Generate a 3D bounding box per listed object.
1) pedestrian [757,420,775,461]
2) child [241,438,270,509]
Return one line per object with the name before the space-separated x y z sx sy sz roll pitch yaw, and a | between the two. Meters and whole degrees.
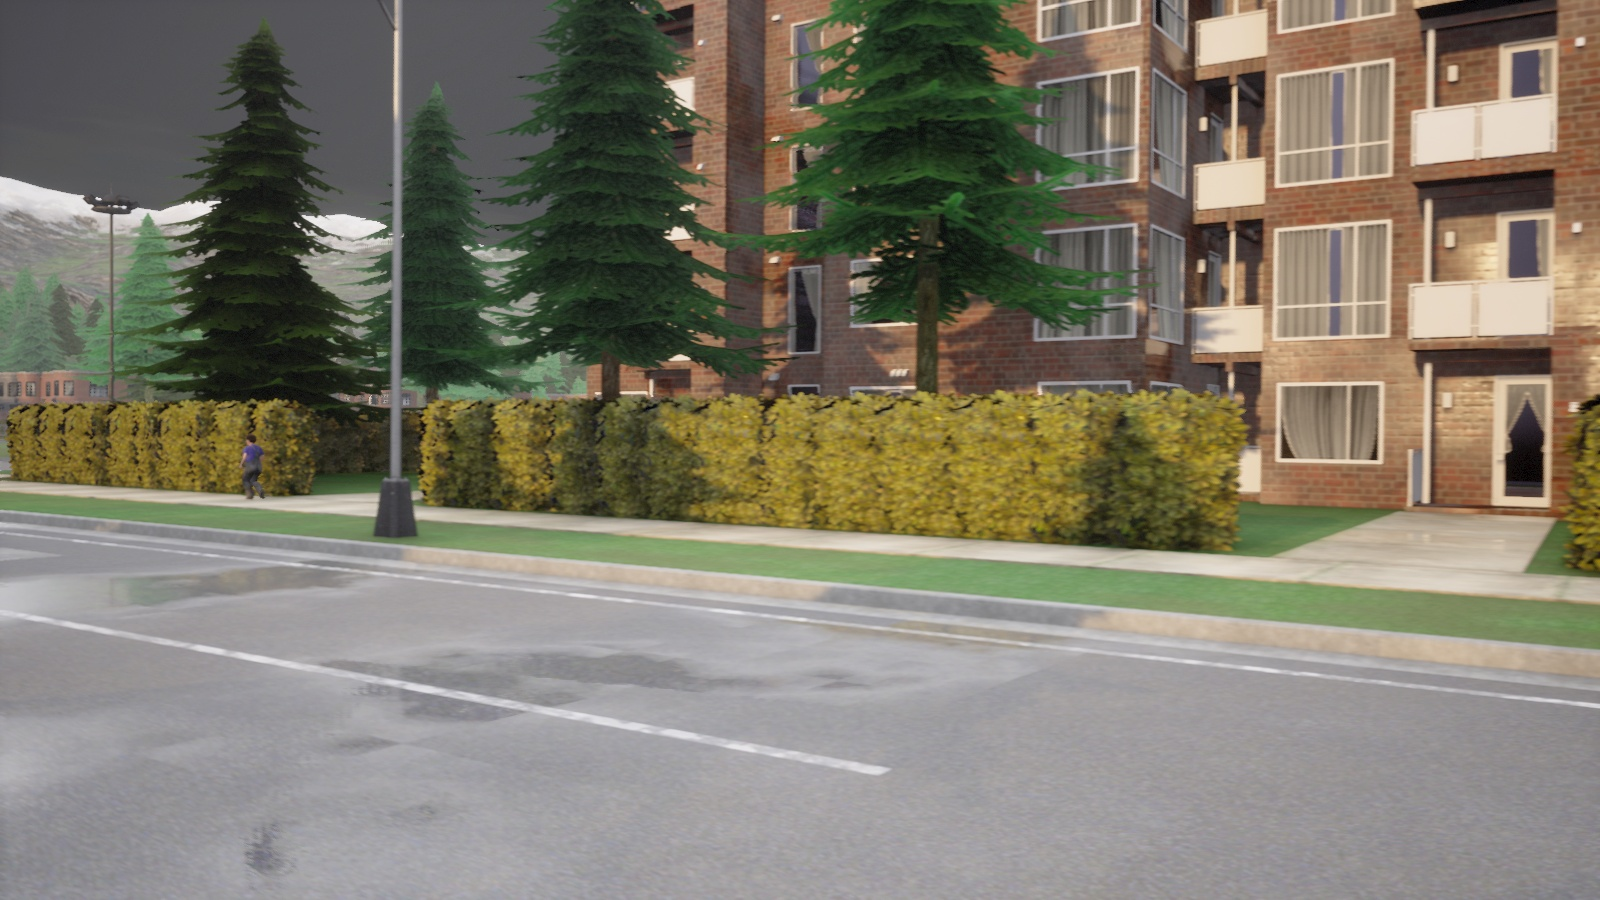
pedestrian | -1.624 -0.458 59.920 0.423 1.949 0.788 0 1 34
child | -9.811 0.421 22.632 0.437 1.263 0.270 0 1 31
